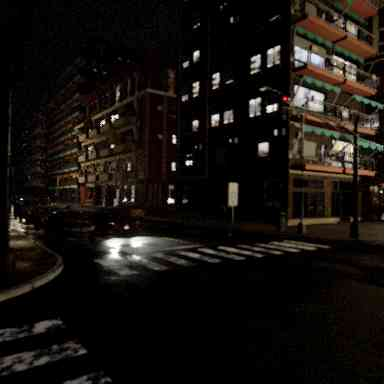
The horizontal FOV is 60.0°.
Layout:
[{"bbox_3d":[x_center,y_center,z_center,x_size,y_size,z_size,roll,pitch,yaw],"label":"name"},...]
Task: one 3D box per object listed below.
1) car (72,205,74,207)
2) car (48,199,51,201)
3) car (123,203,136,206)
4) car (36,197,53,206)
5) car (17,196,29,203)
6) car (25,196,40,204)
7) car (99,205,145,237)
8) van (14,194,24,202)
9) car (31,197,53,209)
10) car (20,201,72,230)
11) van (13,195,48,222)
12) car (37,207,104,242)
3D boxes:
[{"bbox_3d":[-10.406,1.661,26.967,1.895,1.301,4.718,1,-1,-36],"label":"car"},{"bbox_3d":[-16.471,1.554,35.437,1.837,1.490,4.892,1,-1,-35],"label":"car"},{"bbox_3d":[-6.067,1.701,30.854,1.752,1.417,4.829,2,-1,-36],"label":"car"},{"bbox_3d":[-25.888,1.668,58.457,1.752,1.417,4.829,1,-1,-36],"label":"car"},{"bbox_3d":[-39.100,1.678,76.857,1.752,1.417,4.829,1,-1,-36],"label":"car"},{"bbox_3d":[-32.394,1.583,67.520,1.967,1.590,4.097,1,-1,-36],"label":"car"},{"bbox_3d":[-4.509,1.639,18.749,1.994,1.385,4.181,1,-1,-36],"label":"car"},{"bbox_3d":[-42.302,1.499,81.322,1.690,1.788,3.998,1,-1,-36],"label":"van"},{"bbox_3d":[-21.888,1.577,48.450,1.882,1.535,5.008,1,-1,-36],"label":"car"},{"bbox_3d":[-9.370,1.541,21.090,1.752,1.417,4.829,2,-1,-36],"label":"car"},{"bbox_3d":[-12.770,1.349,25.831,1.690,1.788,3.998,2,-1,-36],"label":"van"},{"bbox_3d":[-6.168,1.607,16.628,1.802,1.307,4.206,2,-1,-36],"label":"car"}]
